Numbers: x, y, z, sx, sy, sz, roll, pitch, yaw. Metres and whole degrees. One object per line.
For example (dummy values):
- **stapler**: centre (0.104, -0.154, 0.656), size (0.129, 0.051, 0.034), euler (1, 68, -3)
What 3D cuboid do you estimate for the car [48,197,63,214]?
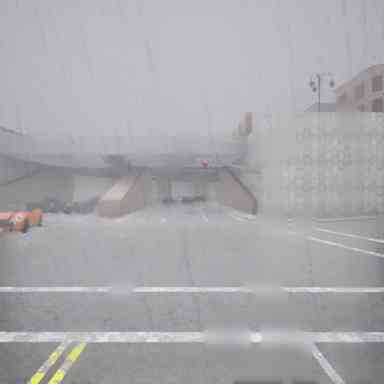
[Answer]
- **car**: centre (-14.863, 1.351, 35.119), size (2.097, 1.767, 4.553), euler (0, 0, -1)

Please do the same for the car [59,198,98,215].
- **car**: centre (-11.325, 1.601, 33.582), size (1.895, 1.301, 4.718), euler (0, 0, -1)

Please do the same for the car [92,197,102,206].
- **car**: centre (-15.256, 1.507, 53.084), size (1.837, 1.490, 4.892), euler (0, -1, -1)

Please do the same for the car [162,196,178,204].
- **car**: centre (-4.513, 1.547, 64.312), size (2.033, 1.411, 5.357), euler (0, 0, 5)

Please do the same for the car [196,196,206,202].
- **car**: centre (1.530, 1.524, 74.797), size (1.812, 1.442, 4.674), euler (0, 0, 28)

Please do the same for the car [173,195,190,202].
- **car**: centre (-2.338, 1.524, 74.669), size (1.812, 1.442, 4.674), euler (0, 0, 24)

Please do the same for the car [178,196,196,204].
- **car**: centre (-0.983, 1.547, 64.811), size (2.033, 1.411, 5.357), euler (0, 0, 4)

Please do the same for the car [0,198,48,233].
- **car**: centre (-10.205, 1.351, 19.241), size (2.097, 1.767, 4.553), euler (0, 0, -10)
